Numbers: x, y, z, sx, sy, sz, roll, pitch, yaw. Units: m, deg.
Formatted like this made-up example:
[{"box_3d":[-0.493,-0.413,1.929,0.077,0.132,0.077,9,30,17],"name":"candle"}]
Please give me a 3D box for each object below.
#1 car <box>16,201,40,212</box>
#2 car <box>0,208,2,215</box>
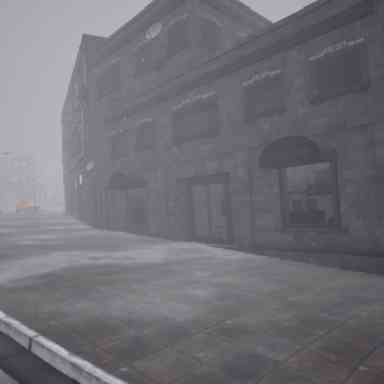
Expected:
[{"box_3d":[-25.070,2.117,50.916,2.097,1.767,4.553,-3,-1,-4],"name":"car"},{"box_3d":[-23.880,2.050,38.531,1.837,1.490,4.892,-3,0,-6],"name":"car"}]
